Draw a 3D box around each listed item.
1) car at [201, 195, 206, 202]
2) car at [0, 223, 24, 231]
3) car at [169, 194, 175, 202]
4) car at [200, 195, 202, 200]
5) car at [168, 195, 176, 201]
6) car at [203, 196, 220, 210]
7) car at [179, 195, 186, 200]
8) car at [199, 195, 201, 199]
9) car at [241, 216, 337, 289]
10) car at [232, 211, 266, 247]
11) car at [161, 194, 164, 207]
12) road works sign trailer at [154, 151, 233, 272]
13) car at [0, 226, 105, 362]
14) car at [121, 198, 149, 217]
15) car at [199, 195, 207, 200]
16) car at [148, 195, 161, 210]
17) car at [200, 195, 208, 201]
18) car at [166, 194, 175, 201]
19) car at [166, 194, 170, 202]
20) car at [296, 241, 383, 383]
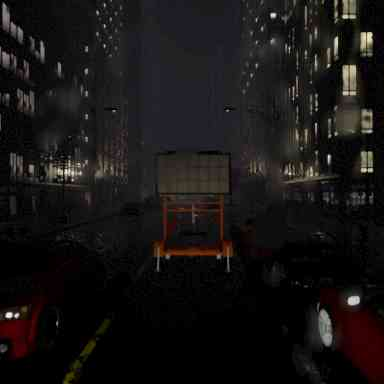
[{"bbox_3d":[2.908,1.591,54.323,1.802,1.307,4.206,1,0,0],"label":"car"},{"bbox_3d":[-5.650,1.560,8.964,2.008,1.369,4.403,0,0,0],"label":"car"},{"bbox_3d":[-5.403,1.305,71.397,2.192,1.841,5.009,1,0,0],"label":"car"},{"bbox_3d":[2.931,1.586,59.998,1.802,1.307,4.206,1,0,0],"label":"car"},{"bbox_3d":[-5.338,1.486,88.254,1.752,1.417,4.829,1,0,0],"label":"car"},{"bbox_3d":[2.864,1.581,42.975,1.947,1.339,4.313,0,0,0],"label":"car"},{"bbox_3d":[-2.646,1.489,90.858,1.812,1.442,4.674,0,0,0],"label":"car"},{"bbox_3d":[2.976,1.515,71.518,1.752,1.417,4.829,1,0,0],"label":"car"},{"bbox_3d":[2.730,1.560,8.924,2.008,1.369,4.403,0,0,0],"label":"car"},{"bbox_3d":[2.753,1.539,14.770,1.752,1.417,4.829,0,0,0],"label":"car"},{"bbox_3d":[-5.492,1.327,48.695,2.192,1.841,5.009,0,0,0],"label":"car"},{"bbox_3d":[0.042,0.475,10.846,2.380,3.560,2.880,0,0,0],"label":"road works sign trailer"},{"bbox_3d":[-2.978,1.570,5.985,1.994,1.385,4.181,0,0,0],"label":"car"},{"bbox_3d":[-5.561,1.562,31.667,1.887,1.381,4.507,0,0,0],"label":"car"},{"bbox_3d":[3.064,1.494,94.047,1.887,1.381,4.507,1,0,0],"label":"car"},{"bbox_3d":[-5.515,1.455,43.020,1.967,1.590,4.097,0,0,0],"label":"car"},{"bbox_3d":[3.020,1.537,82.697,1.947,1.339,4.313,1,0,0],"label":"car"},{"bbox_3d":[-5.359,1.411,82.748,1.967,1.590,4.097,1,0,0],"label":"car"},{"bbox_3d":[-5.450,1.585,60.045,1.802,1.307,4.206,1,0,0],"label":"car"},{"bbox_3d":[2.708,1.549,3.250,1.887,1.381,4.507,0,0,0],"label":"car"}]
